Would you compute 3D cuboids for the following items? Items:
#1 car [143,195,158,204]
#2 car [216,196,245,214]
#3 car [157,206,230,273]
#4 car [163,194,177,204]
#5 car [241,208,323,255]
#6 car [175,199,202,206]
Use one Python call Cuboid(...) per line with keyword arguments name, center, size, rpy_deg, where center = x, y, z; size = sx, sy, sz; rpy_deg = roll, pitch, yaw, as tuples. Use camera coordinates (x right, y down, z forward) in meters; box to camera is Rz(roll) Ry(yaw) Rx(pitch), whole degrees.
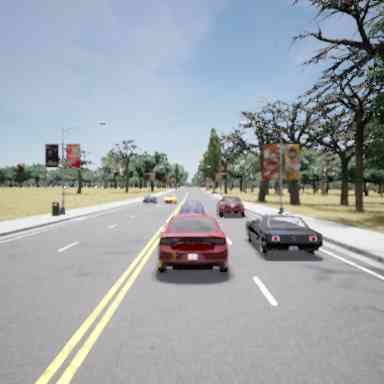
Cuboid(name="car", center=(-6.616, 1.154, 52.977), size=(1.994, 1.385, 4.181), rpy_deg=(0, 0, 0))
Cuboid(name="car", center=(3.296, 1.142, 29.058), size=(2.097, 1.767, 4.553), rpy_deg=(0, 0, 0))
Cuboid(name="car", center=(0.036, 1.407, 10.499), size=(1.882, 1.535, 5.008), rpy_deg=(0, 0, 0))
Cuboid(name="car", center=(-3.372, 1.078, 51.799), size=(1.882, 1.535, 5.008), rpy_deg=(0, 1, 0))
Cuboid(name="car", center=(3.304, 1.513, 12.947), size=(1.895, 1.301, 4.718), rpy_deg=(0, 0, 0))
Cuboid(name="car", center=(0.025, 1.365, 25.649), size=(2.033, 1.411, 5.357), rpy_deg=(0, 0, 0))
